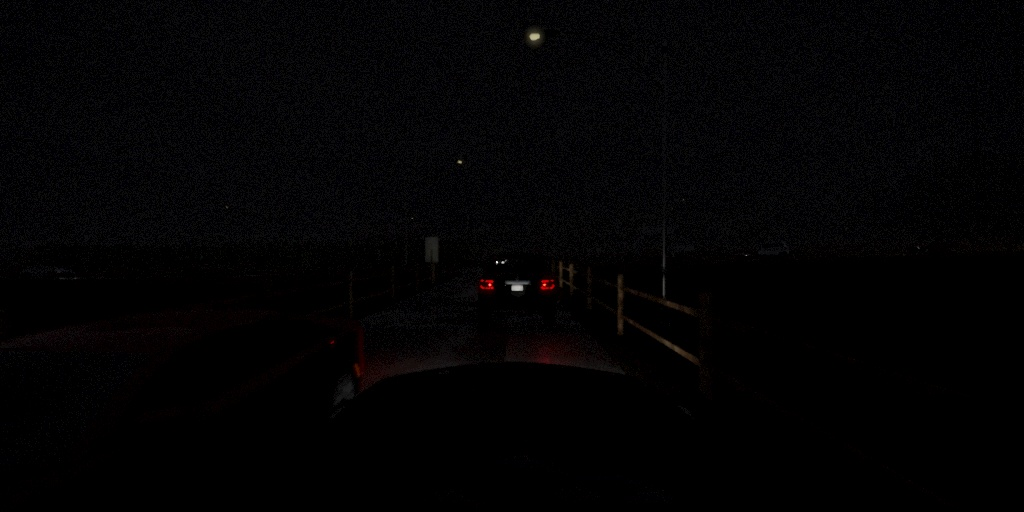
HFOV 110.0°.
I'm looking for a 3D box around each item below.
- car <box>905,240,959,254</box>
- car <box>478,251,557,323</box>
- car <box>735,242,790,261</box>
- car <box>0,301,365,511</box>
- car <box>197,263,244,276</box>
[{"bbox_3d":[49.275,-1.074,42.124,5.008,1.535,1.882,-2,-1,0],"label":"car"},{"bbox_3d":[0.152,0.861,11.732,2.150,2.045,5.566,0,1,0],"label":"car"},{"bbox_3d":[29.560,-0.573,42.330,5.566,2.045,2.150,-2,-1,0],"label":"car"},{"bbox_3d":[-2.849,1.218,2.638,1.882,1.535,5.008,0,1,0],"label":"car"},{"bbox_3d":[-32.378,1.494,39.719,4.674,1.442,1.812,-1,-1,1],"label":"car"}]
